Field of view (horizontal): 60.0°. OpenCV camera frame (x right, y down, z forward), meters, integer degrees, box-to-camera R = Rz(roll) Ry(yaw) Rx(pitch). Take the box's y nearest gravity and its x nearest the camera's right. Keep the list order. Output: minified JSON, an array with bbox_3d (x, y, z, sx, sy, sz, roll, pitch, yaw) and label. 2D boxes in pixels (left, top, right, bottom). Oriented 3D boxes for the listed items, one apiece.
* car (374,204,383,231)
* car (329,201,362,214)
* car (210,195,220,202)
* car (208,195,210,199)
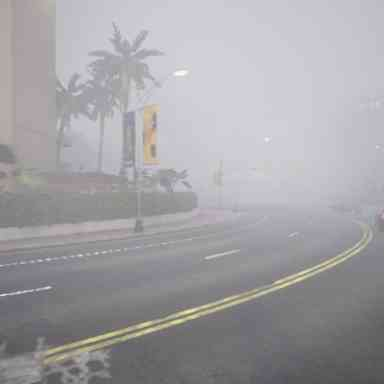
[{"bbox_3d":[12.388,1.373,20.202,2.097,1.767,4.553,0,0,26],"label":"car"},{"bbox_3d":[16.241,1.651,35.508,1.895,1.301,4.718,0,0,4],"label":"car"},{"bbox_3d":[6.302,1.670,82.796,2.097,1.535,5.008,0,0,-1],"label":"car"},{"bbox_3d":[6.127,1.561,89.220,2.185,1.767,4.553,0,0,-1],"label":"car"}]
